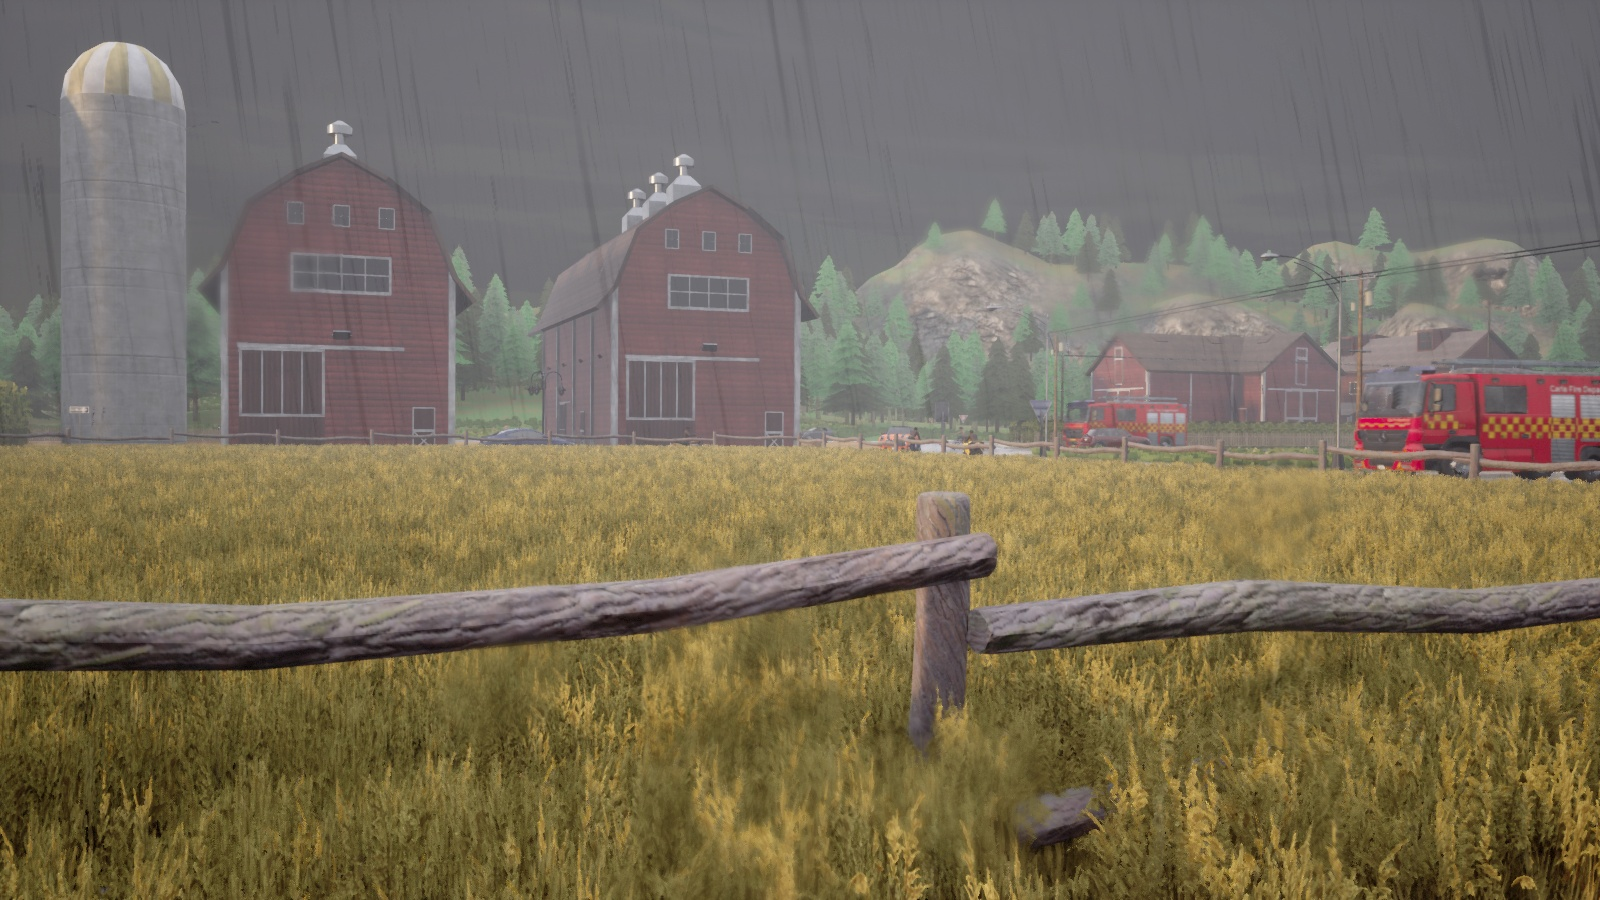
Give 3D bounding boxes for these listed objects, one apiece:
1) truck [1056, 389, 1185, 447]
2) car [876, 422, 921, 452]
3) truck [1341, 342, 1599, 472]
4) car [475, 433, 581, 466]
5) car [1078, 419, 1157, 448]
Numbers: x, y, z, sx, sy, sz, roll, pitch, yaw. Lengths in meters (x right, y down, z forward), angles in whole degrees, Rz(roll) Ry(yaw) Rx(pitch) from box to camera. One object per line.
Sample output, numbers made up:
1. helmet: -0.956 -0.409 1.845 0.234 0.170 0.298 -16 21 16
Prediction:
1. truck: 21.967 -2.194 85.920 8.468 3.827 2.891 -1 1 -22
2. car: 6.135 -0.845 77.429 2.097 1.767 4.553 -1 1 13
3. truck: 21.712 -1.368 39.677 8.468 3.827 2.891 -1 1 -14
4. car: -13.064 -0.036 60.391 4.674 1.442 1.812 -1 1 -24
5. car: 20.720 -1.082 82.013 4.553 1.767 2.097 -1 1 -10
